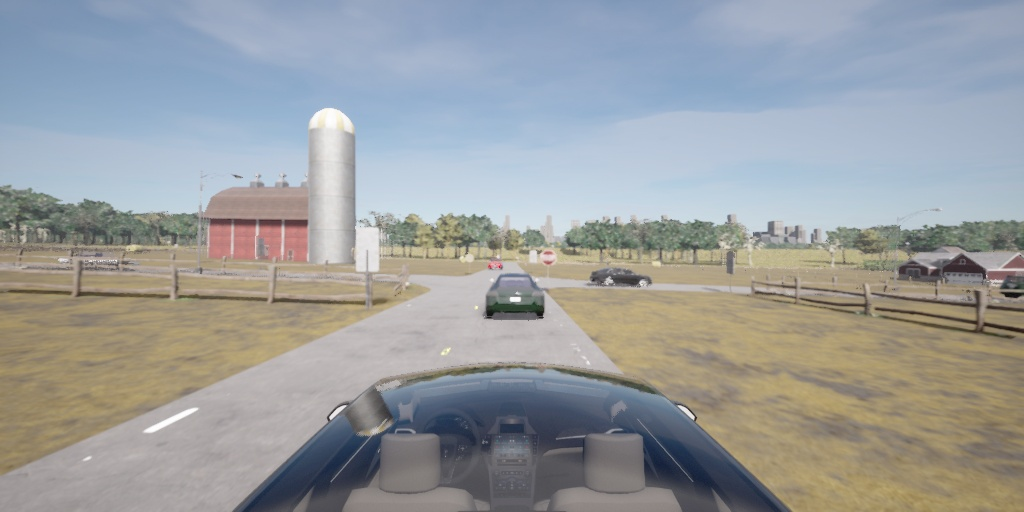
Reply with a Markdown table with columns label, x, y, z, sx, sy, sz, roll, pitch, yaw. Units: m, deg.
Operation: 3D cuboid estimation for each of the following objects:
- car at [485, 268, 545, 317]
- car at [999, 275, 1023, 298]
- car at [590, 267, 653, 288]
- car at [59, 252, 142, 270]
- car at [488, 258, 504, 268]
| label | x | y | z | sx | sy | sz | roll | pitch | yaw |
| --- | --- | --- | --- | --- | --- | --- | --- | --- | --- |
| car | 0.095 | 1.301 | 13.061 | 1.994 | 1.385 | 4.181 | 0 | 0 | 0 |
| car | 42.742 | 2.644 | 28.597 | 5.566 | 2.045 | 2.150 | 2 | 0 | 3 |
| car | 8.708 | 1.681 | 28.556 | 4.892 | 1.490 | 1.837 | 2 | -2 | -6 |
| car | -32.658 | 0.366 | 28.587 | 4.718 | 1.301 | 1.895 | 2 | 0 | 0 |
| car | -2.789 | 1.322 | 61.017 | 2.150 | 2.045 | 5.566 | 0 | -1 | 1 |
